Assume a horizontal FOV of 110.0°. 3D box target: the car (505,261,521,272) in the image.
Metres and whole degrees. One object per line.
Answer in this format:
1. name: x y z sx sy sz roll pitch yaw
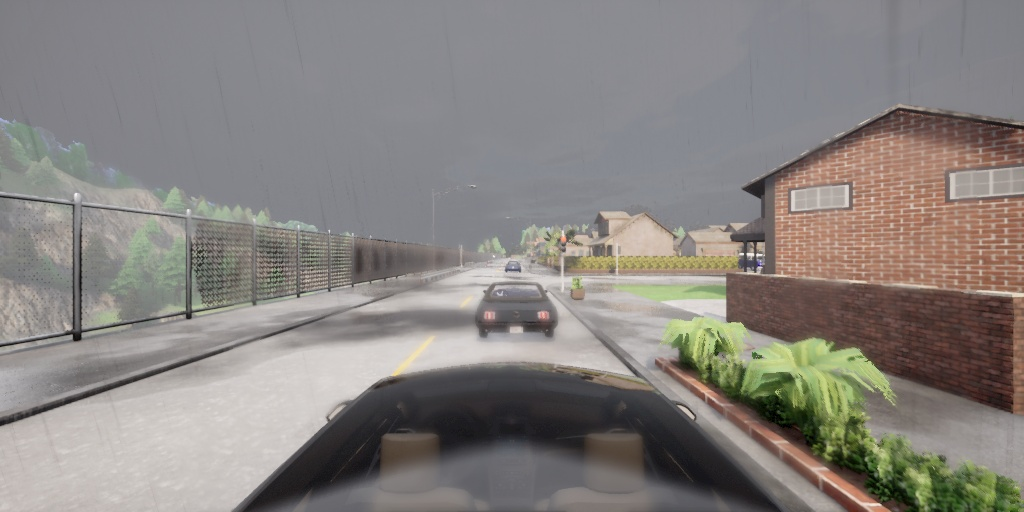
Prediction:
1. car: 0.143 1.333 45.114 1.994 1.385 4.181 0 0 0

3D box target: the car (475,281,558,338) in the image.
1. car: 0.107 1.355 10.200 1.895 1.301 4.718 0 0 0
